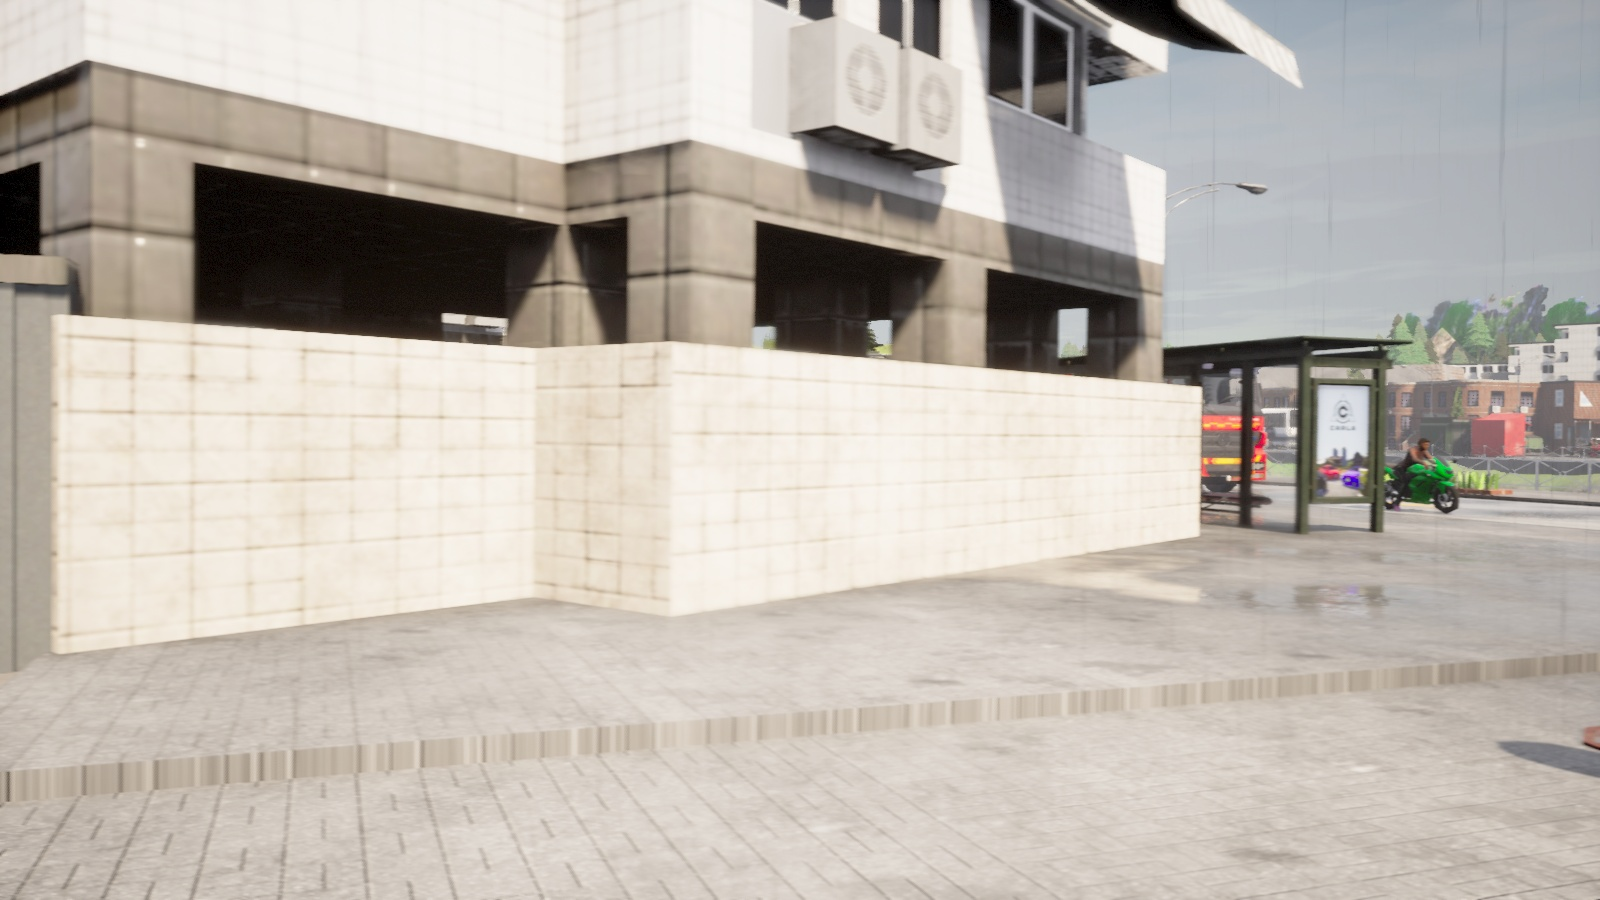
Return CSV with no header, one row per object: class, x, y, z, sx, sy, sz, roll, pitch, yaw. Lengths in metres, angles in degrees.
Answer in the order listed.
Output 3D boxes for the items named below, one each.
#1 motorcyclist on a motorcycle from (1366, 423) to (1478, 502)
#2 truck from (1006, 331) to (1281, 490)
motorcyclist on a motorcycle,12.608,0.228,25.533,0.797,1.523,2.044,-1,1,-21
truck,9.114,-1.030,34.686,2.891,3.827,8.468,-1,1,-21
